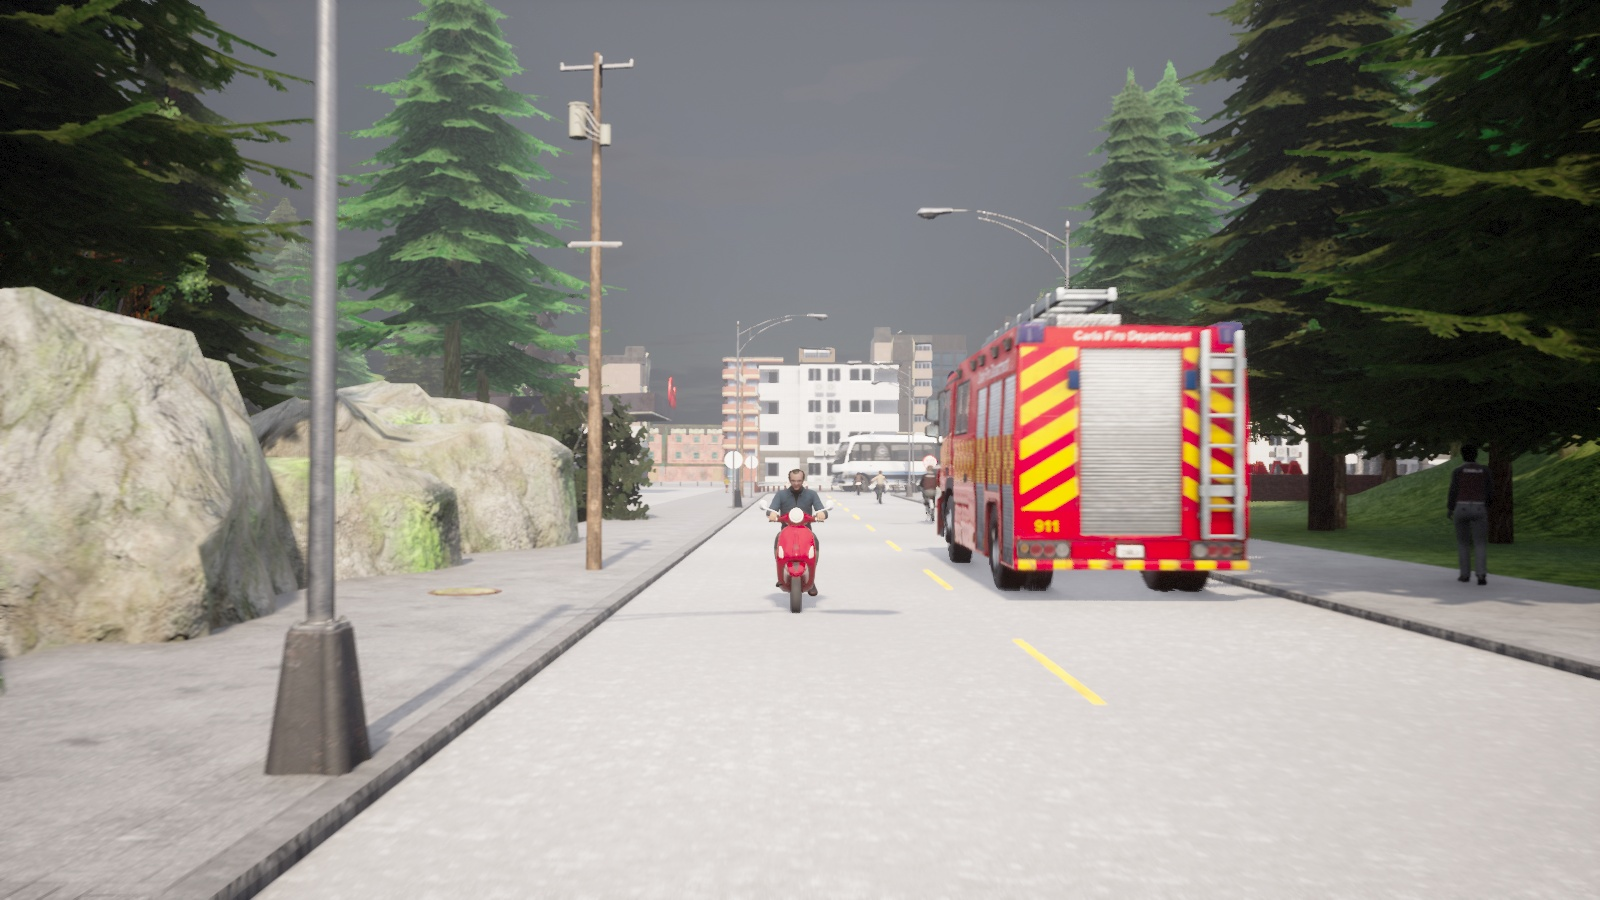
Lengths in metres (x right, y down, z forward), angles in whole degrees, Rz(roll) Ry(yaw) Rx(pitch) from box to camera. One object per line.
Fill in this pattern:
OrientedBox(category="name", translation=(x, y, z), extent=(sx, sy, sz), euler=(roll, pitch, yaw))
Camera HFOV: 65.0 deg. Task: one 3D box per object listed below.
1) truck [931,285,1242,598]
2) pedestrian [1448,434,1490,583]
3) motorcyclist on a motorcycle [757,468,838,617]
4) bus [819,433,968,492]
OrientedBox(category="truck", translation=(3.950, -0.038, 19.607), extent=(2.891, 3.827, 8.468), euler=(0, -1, 0))
OrientedBox(category="pedestrian", translation=(8.882, 0.768, 16.694), extent=(0.402, 1.930, 0.666), euler=(-1, -1, 22))
OrientedBox(category="motorcyclist on a motorcycle", translation=(-0.034, 1.010, 14.432), extent=(0.866, 1.590, 1.817), euler=(0, -1, 0))
OrientedBox(category="bus", translation=(6.907, 0.971, 93.133), extent=(10.273, 4.253, 3.944), euler=(0, -2, -14))
